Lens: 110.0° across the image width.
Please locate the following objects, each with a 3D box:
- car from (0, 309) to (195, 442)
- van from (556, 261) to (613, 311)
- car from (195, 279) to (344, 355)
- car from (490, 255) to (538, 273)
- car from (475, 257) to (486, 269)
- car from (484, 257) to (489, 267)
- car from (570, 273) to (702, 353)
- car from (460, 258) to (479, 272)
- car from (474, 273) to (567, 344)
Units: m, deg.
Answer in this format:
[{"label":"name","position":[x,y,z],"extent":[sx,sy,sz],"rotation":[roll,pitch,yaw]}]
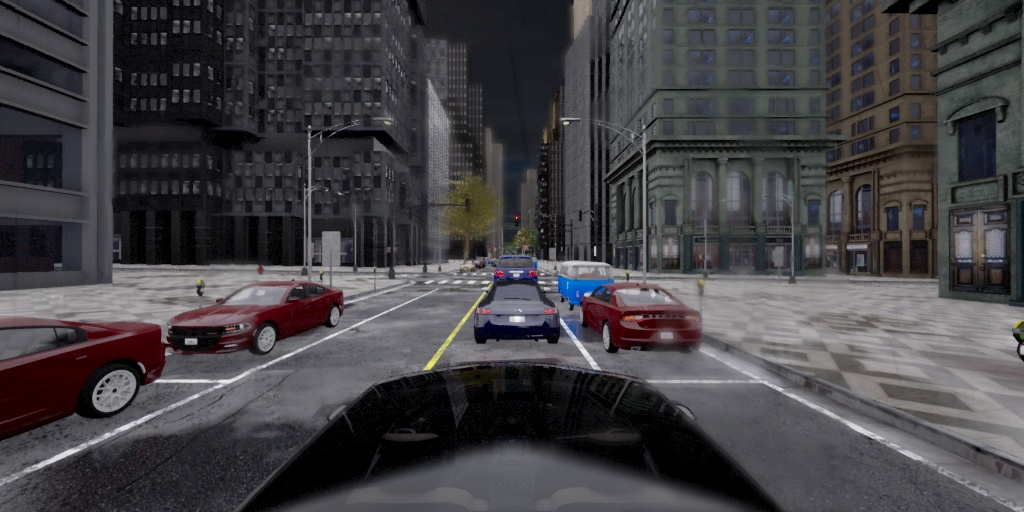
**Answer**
[{"label":"car","position":[-5.777,1.295,3.172],"extent":[1.888,1.381,4.507],"rotation":[0,0,0]},{"label":"van","position":[2.787,1.093,14.197],"extent":[1.690,1.789,3.998],"rotation":[0,0,0]},{"label":"car","position":[-5.774,1.296,8.697],"extent":[1.888,1.381,4.507],"rotation":[0,0,0]},{"label":"car","position":[0.134,0.975,19.043],"extent":[2.150,2.045,5.566],"rotation":[0,0,-1]},{"label":"car","position":[-5.718,1.326,57.370],"extent":[1.888,1.381,4.507],"rotation":[0,0,0]},{"label":"car","position":[-5.714,1.102,62.659],"extent":[2.192,1.841,5.009],"rotation":[0,0,0]},{"label":"car","position":[2.782,1.296,8.672],"extent":[1.888,1.381,4.507],"rotation":[0,0,0]},{"label":"car","position":[-5.733,1.297,46.620],"extent":[1.751,1.417,4.829],"rotation":[0,0,0]},{"label":"car","position":[0.108,1.315,9.631],"extent":[1.994,1.385,4.181],"rotation":[0,0,0]}]
